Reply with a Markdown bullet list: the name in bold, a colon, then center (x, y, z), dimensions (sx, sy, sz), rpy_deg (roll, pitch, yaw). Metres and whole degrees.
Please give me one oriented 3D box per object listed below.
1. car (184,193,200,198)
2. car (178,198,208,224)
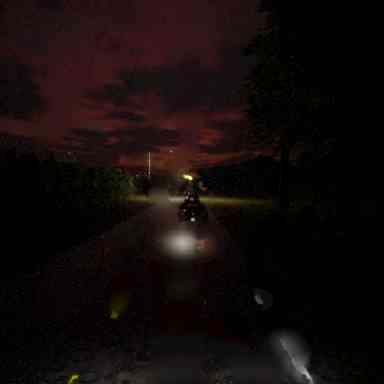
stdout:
- **car**: center (0.022, 0.843, 39.841), dimensions (2.033, 1.411, 5.357), rpy_deg (0, 2, 0)
- **car**: center (0.054, 1.336, 22.406), dimensions (1.895, 1.301, 4.718), rpy_deg (0, 1, 0)
